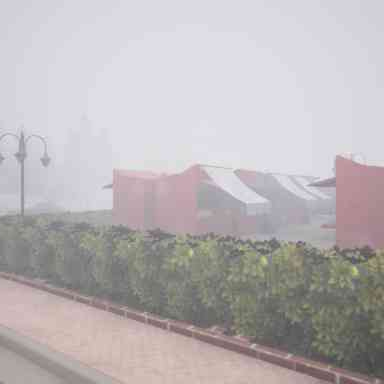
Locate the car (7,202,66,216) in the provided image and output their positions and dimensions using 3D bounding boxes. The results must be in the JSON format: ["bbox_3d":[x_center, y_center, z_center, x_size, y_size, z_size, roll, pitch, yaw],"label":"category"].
[{"bbox_3d":[-12.968,1.581,28.004,1.812,1.442,4.674,0,0,35],"label":"car"}]
